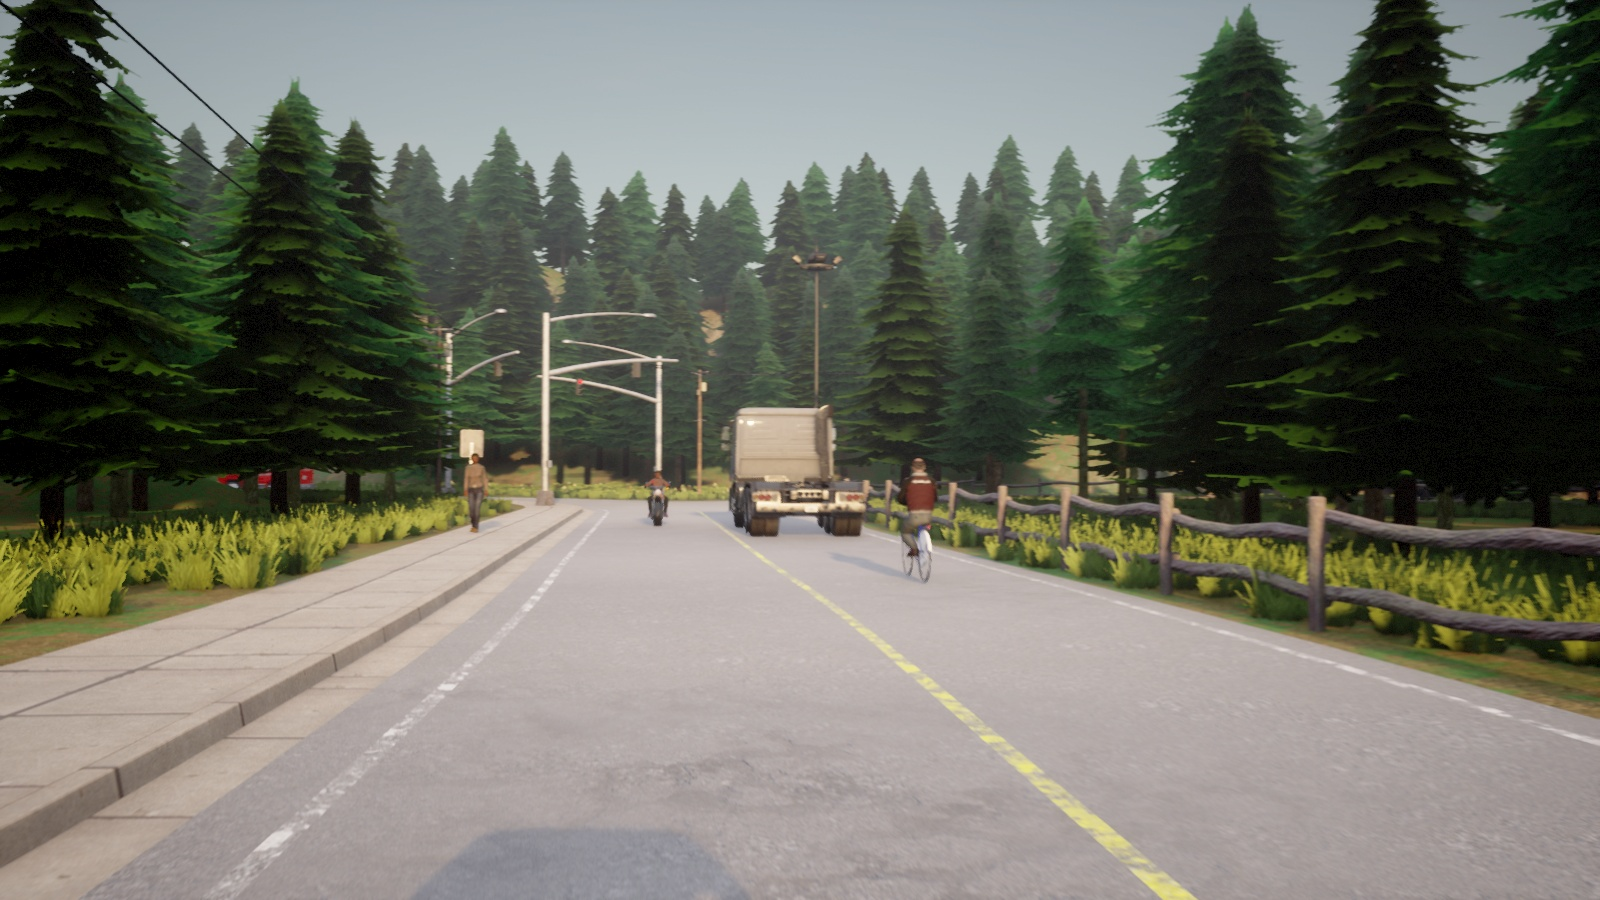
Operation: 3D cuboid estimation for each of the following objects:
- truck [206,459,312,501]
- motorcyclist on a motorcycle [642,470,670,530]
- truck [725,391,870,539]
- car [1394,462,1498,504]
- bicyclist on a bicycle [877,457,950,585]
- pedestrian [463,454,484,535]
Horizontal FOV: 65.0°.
[{"bbox_3d":[-32.401,1.785,75.347,5.204,2.467,2.627,0,-1,4],"label":"truck"},{"bbox_3d":[-4.154,1.415,36.180,0.766,1.649,2.350,0,-1,-7],"label":"motorcyclist on a motorcycle"},{"bbox_3d":[-0.291,0.418,33.470,2.891,3.462,7.936,0,-1,-7],"label":"truck"},{"bbox_3d":[29.492,1.493,57.394,3.866,1.878,1.905,-1,-1,40],"label":"car"},{"bbox_3d":[1.634,0.998,18.328,0.659,1.776,1.843,0,-1,-7],"label":"bicyclist on a bicycle"},{"bbox_3d":[-7.424,1.011,28.534,0.328,1.805,0.869,0,-1,-6],"label":"pedestrian"}]
